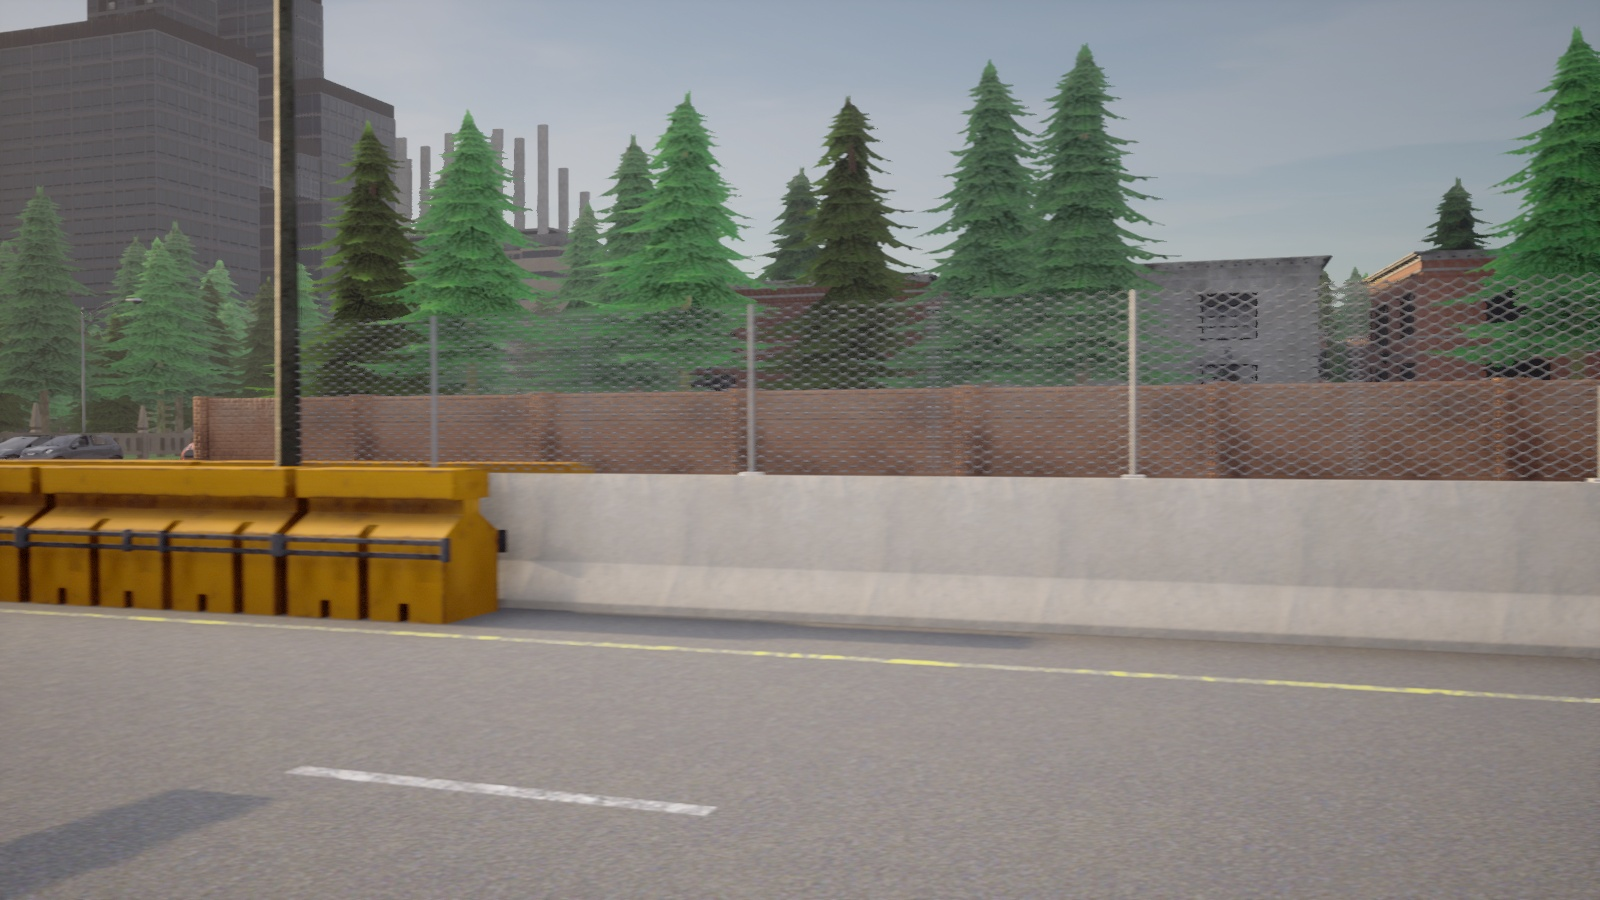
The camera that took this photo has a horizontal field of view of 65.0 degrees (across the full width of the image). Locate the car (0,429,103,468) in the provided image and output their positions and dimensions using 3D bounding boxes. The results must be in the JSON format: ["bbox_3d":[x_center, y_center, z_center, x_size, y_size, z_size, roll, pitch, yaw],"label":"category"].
[{"bbox_3d":[-30.575,-0.088,49.929,2.163,1.488,4.792,1,1,18],"label":"car"}]

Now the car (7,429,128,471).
[{"bbox_3d":[-27.675,-0.025,47.553,1.845,1.501,3.633,1,1,18],"label":"car"}]

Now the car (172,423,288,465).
[{"bbox_3d":[-25.069,-0.297,55.416,2.097,1.767,4.553,1,1,18],"label":"car"}]
